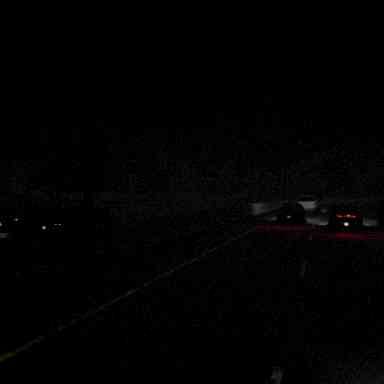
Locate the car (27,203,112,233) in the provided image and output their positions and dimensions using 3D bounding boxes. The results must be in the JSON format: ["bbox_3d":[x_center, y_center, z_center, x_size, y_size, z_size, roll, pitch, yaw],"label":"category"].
[{"bbox_3d":[-6.462,1.538,18.775,1.837,1.490,4.892,0,0,21],"label":"car"}]

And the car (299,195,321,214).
[{"bbox_3d":[13.799,1.427,39.102,2.150,2.045,5.566,0,0,26],"label":"car"}]

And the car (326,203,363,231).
[{"bbox_3d":[9.910,1.628,21.634,1.837,1.490,4.892,0,-1,22],"label":"car"}]

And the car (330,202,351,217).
[{"bbox_3d":[15.894,1.803,35.424,1.895,1.301,4.718,0,0,25],"label":"car"}]

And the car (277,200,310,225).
[{"bbox_3d":[7.705,1.605,25.496,1.882,1.535,5.008,0,0,22],"label":"car"}]

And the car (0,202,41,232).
[{"bbox_3d":[-9.569,1.515,20.436,2.128,1.511,4.902,0,0,21],"label":"car"}]

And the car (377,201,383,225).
[{"bbox_3d":[14.009,1.369,22.461,2.150,2.045,5.566,0,0,22],"label":"car"}]

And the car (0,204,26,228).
[{"bbox_3d":[-13.100,1.534,21.025,1.812,1.442,4.674,0,0,21],"label":"car"}]

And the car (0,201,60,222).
[{"bbox_3d":[-14.029,1.577,28.239,2.033,1.411,5.357,0,0,22],"label":"car"}]
